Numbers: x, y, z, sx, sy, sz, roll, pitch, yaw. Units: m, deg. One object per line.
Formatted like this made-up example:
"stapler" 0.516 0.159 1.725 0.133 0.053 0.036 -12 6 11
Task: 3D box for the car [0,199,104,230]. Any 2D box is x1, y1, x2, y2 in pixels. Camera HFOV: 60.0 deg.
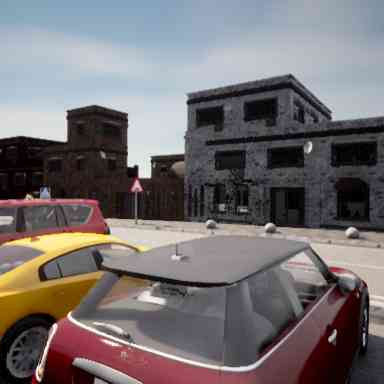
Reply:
"car" -4.278 1.206 7.147 2.435 2.045 5.566 -1 0 34

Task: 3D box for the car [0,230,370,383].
"car" 0.670 1.305 3.835 2.185 1.767 4.553 0 0 34

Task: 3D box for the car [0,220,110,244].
"car" -1.839 1.444 5.544 2.097 1.535 5.008 0 0 34
